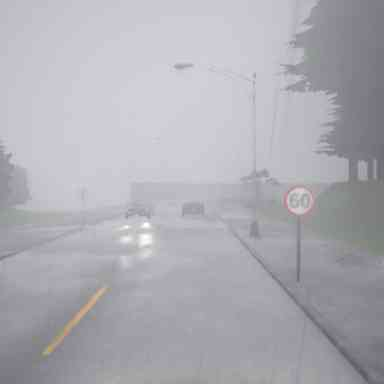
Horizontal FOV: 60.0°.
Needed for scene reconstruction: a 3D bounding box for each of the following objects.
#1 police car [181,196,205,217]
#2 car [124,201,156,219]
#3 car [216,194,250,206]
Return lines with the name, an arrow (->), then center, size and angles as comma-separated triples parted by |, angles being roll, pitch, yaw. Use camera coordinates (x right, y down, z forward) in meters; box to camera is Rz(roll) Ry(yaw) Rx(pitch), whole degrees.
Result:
police car -> 0.088, 1.163, 28.483 | 1.930, 1.638, 5.238 | 0, 0, 0
car -> -4.012, 1.359, 26.163 | 1.895, 1.301, 4.718 | 0, 0, 0
car -> 5.696, 1.066, 45.037 | 5.008, 1.535, 1.882 | 0, -2, -19
